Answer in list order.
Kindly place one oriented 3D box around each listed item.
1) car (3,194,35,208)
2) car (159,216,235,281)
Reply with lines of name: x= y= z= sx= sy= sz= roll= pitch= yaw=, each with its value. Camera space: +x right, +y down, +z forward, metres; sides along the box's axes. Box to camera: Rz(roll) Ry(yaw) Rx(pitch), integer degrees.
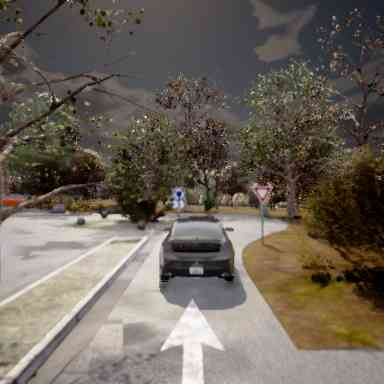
car: x=-22.313 y=1.039 z=41.919 sx=4.553 sy=1.767 sz=2.097 roll=4 pitch=-2 yaw=1
car: x=0.186 y=1.478 z=9.738 sx=1.837 sy=1.490 sz=4.892 roll=0 pitch=0 yaw=2
